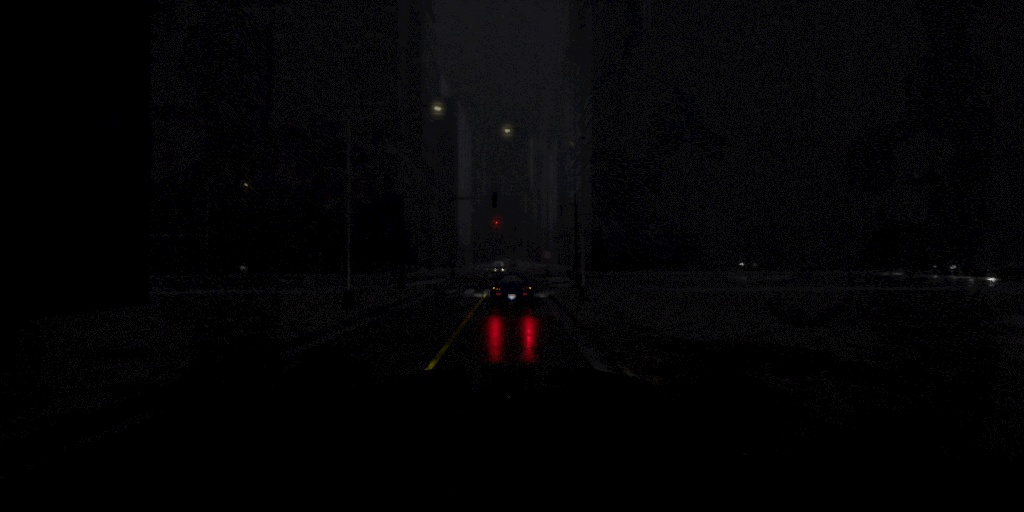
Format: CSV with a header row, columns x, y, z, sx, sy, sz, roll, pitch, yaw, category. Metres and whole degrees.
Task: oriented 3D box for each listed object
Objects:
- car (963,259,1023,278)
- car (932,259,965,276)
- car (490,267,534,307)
x,y,z,sx,sy,sz,roll,pitch,yaw,category
46.273,1.271,33.828,4.674,1.442,1.812,0,0,1,car
46.598,1.115,37.075,4.553,1.767,2.097,-1,0,0,car
0.010,1.413,16.237,1.812,1.442,4.674,0,0,0,car
